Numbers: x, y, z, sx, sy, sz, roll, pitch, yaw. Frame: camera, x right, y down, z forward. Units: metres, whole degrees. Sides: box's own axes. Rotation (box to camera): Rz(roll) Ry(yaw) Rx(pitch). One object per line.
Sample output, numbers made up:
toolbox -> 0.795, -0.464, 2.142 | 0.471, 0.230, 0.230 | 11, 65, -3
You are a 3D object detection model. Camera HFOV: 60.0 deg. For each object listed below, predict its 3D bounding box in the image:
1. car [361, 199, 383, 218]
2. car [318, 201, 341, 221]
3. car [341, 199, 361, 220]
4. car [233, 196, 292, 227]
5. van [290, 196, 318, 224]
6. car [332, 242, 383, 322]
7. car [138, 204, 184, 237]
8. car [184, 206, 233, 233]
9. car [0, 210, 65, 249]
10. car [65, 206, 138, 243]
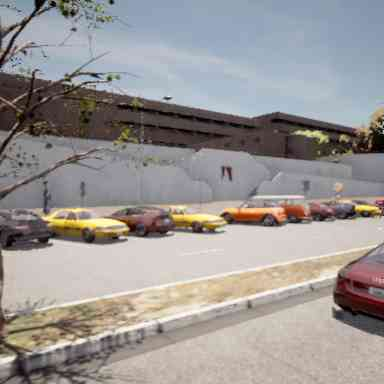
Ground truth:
car -> 14.037, 1.462, 30.089 | 5.366, 1.575, 1.946 | -1, -1, 35
car -> 9.020, 1.537, 26.721 | 4.674, 1.452, 2.002 | -1, 0, 35
car -> 11.422, 1.517, 28.470 | 4.792, 1.488, 2.163 | -1, 0, 35
car -> 4.178, 1.383, 23.245 | 4.553, 1.767, 2.185 | -1, -1, 34
van -> 6.688, 1.280, 24.938 | 4.442, 1.987, 1.878 | -1, -1, 35
car -> 4.612, 1.569, 6.431 | 4.181, 1.385, 1.994 | 0, 0, -35
car -> -3.162, 1.529, 18.084 | 4.792, 1.488, 2.163 | -1, -1, 35
car -> -0.551, 1.499, 19.698 | 5.366, 1.575, 1.946 | -1, -1, 35
car -> -7.993, 1.534, 14.606 | 4.674, 1.452, 2.002 | -1, 0, 35
car -> -5.412, 1.489, 16.237 | 5.366, 1.575, 1.946 | -1, -1, 35
